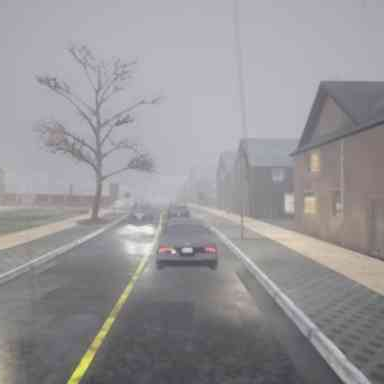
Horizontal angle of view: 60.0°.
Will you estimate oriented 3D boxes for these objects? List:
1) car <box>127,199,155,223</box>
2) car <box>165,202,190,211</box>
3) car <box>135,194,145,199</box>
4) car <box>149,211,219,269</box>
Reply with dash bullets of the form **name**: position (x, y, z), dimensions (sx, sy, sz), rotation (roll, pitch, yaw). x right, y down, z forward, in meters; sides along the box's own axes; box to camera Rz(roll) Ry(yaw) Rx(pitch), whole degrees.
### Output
- **car**: position (-3.932, 1.574, 26.181), dimensions (2.128, 1.511, 4.902), rotation (0, 0, -4)
- **car**: position (-1.195, 1.582, 28.069), dimensions (2.128, 1.511, 4.902), rotation (0, 0, -4)
- **car**: position (-12.758, 1.468, 81.877), dimensions (2.150, 2.045, 5.566), rotation (0, 0, -13)
- **car**: position (-0.194, 1.584, 11.243), dimensions (2.033, 1.411, 5.357), rotation (0, 0, -2)
